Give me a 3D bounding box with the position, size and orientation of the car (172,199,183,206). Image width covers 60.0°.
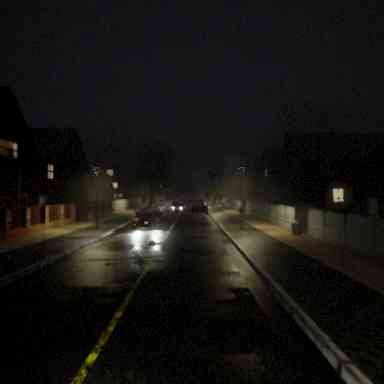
[{"bbox_3d":[-2.775,2.028,63.062,1.895,1.301,4.718,0,0,1],"label":"car"}]

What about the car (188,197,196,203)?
[{"bbox_3d":[-0.007,2.027,87.472,2.033,1.411,5.357,0,0,0],"label":"car"}]

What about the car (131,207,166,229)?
[{"bbox_3d":[-2.850,1.725,22.616,1.994,1.385,4.181,0,0,0],"label":"car"}]

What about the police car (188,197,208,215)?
[{"bbox_3d":[0.822,1.688,37.595,1.930,1.638,5.238,0,0,0],"label":"police car"}]

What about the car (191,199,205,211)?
[{"bbox_3d":[0.821,1.784,47.678,1.801,1.575,5.366,0,0,0],"label":"car"}]

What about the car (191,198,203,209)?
[{"bbox_3d":[0.821,1.823,53.678,1.801,1.575,5.366,0,0,0],"label":"car"}]
